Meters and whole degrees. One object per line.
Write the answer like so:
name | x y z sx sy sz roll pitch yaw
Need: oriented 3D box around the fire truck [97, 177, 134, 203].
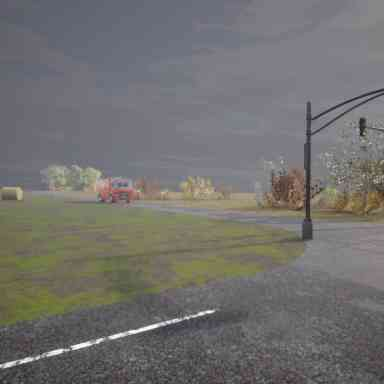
fire truck | -11.714 -0.354 50.084 2.891 3.827 8.468 1 0 -32
